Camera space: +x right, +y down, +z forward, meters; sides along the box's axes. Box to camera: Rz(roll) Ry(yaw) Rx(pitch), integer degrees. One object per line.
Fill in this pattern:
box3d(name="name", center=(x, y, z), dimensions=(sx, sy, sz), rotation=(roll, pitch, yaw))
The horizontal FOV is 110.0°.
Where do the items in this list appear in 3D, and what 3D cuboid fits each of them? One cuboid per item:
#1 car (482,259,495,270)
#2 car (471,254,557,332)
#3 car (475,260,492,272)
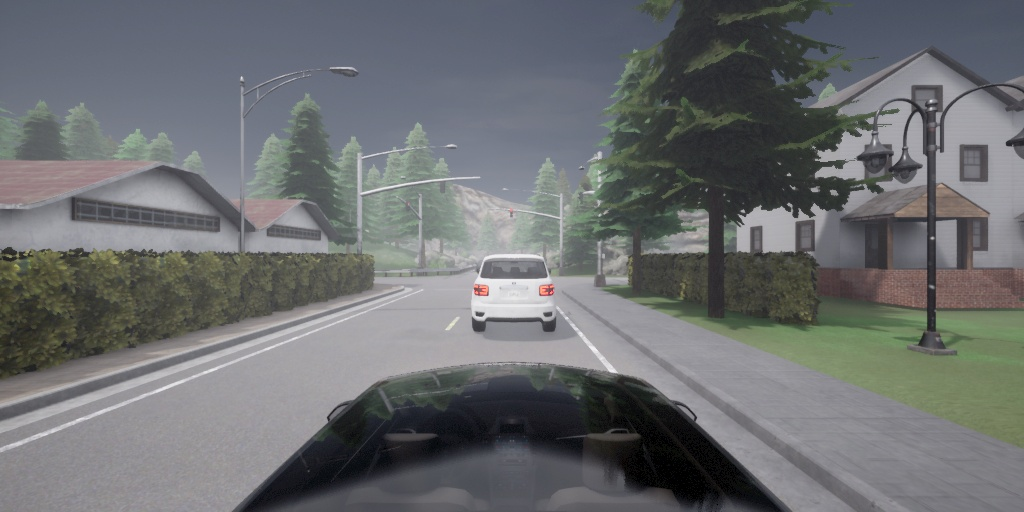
box3d(name="car", center=(-3.600, 1.276, 55.315), dimensions=(1.812, 1.442, 4.674), rotation=(0, 0, 0))
box3d(name="car", center=(0.064, 0.971, 11.003), dimensions=(2.150, 2.045, 5.566), rotation=(0, 0, 0))
box3d(name="car", center=(-3.601, 1.255, 46.078), dimensions=(1.837, 1.490, 4.892), rotation=(0, 0, 0))
